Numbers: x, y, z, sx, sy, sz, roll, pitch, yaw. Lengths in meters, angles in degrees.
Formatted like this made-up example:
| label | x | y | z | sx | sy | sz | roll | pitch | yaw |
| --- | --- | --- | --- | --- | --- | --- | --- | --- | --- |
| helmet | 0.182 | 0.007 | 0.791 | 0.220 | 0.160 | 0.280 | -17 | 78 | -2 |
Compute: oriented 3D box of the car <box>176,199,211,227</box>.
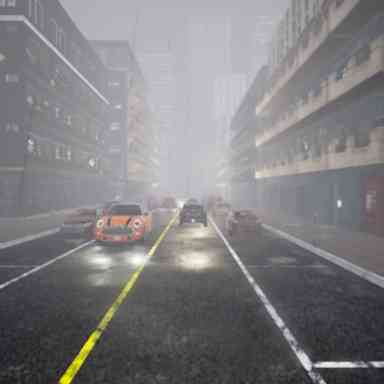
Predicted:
| label | x | y | z | sx | sy | sz | roll | pitch | yaw |
| --- | --- | --- | --- | --- | --- | --- | --- | --- | --- |
| car | 0.083 | 1.465 | 22.636 | 1.837 | 1.490 | 4.892 | 0 | 1 | 0 |

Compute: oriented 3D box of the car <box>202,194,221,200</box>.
| label | x | y | z | sx | sy | sz | roll | pitch | yaw |
| --- | --- | --- | --- | --- | --- | --- | --- | --- | --- |
| car | 2.680 | 1.241 | 40.372 | 2.192 | 1.841 | 5.009 | -1 | 0 | 0 |

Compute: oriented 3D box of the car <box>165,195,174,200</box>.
| label | x | y | z | sx | sy | sz | roll | pitch | yaw |
| --- | --- | --- | --- | --- | --- | --- | --- | --- | --- |
| car | -5.695 | 1.400 | 85.218 | 2.008 | 1.369 | 4.403 | -1 | 0 | 0 |

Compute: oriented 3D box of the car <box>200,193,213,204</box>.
| label | x | y | z | sx | sy | sz | roll | pitch | yaw |
| --- | --- | --- | --- | --- | --- | --- | --- | --- | --- |
| car | 2.681 | 1.202 | 62.780 | 2.192 | 1.841 | 5.009 | -1 | 0 | 0 |

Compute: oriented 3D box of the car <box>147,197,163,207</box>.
| label | x | y | z | sx | sy | sz | roll | pitch | yaw |
| --- | --- | --- | --- | --- | --- | --- | --- | --- | --- |
| car | -5.704 | 1.458 | 51.606 | 2.008 | 1.369 | 4.403 | -1 | 0 | 0 |

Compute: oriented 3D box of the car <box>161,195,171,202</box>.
| label | x | y | z | sx | sy | sz | roll | pitch | yaw |
| --- | --- | --- | --- | --- | --- | --- | --- | --- | --- |
| car | -5.695 | 1.450 | 74.014 | 1.802 | 1.307 | 4.206 | -1 | 0 | 0 |

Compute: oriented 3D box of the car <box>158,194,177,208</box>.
| label | x | y | z | sx | sy | sz | roll | pitch | yaw |
| --- | --- | --- | --- | --- | --- | --- | --- | --- | --- |
| car | -3.079 | 1.395 | 45.607 | 1.882 | 1.535 | 5.008 | 0 | 0 | 0 |

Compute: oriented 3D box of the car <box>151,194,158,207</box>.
| label | x | y | z | sx | sy | sz | roll | pitch | yaw |
| --- | --- | --- | --- | --- | --- | --- | --- | --- | --- |
| car | -5.690 | 1.232 | 46.003 | 2.192 | 1.841 | 5.009 | -1 | 0 | 0 |

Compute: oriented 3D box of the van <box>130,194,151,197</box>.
| label | x | y | z | sx | sy | sz | roll | pitch | yaw |
| --- | --- | --- | --- | --- | --- | --- | --- | --- | --- |
| van | -5.667 | 1.278 | 34.799 | 1.690 | 1.788 | 3.998 | -1 | 0 | 0 |

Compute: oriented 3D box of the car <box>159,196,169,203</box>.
| label | x | y | z | sx | sy | sz | roll | pitch | yaw |
| --- | --- | --- | --- | --- | --- | --- | --- | --- | --- |
| car | -5.696 | 1.460 | 68.412 | 1.802 | 1.307 | 4.206 | -1 | 0 | 0 |

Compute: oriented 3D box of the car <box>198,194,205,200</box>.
| label | x | y | z | sx | sy | sz | roll | pitch | yaw |
| --- | --- | --- | --- | --- | --- | --- | --- | --- | --- |
| car | 2.685 | 1.365 | 90.961 | 1.752 | 1.417 | 4.829 | -1 | 0 | 0 |

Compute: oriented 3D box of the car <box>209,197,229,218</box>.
| label | x | y | z | sx | sy | sz | roll | pitch | yaw |
| --- | --- | --- | --- | --- | --- | --- | --- | --- | --- |
| car | 2.682 | 1.472 | 29.338 | 1.752 | 1.417 | 4.829 | -1 | 0 | 0 |

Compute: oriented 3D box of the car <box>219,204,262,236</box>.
| label | x | y | z | sx | sy | sz | roll | pitch | yaw |
| --- | --- | --- | --- | --- | --- | --- | --- | --- | --- |
| car | 2.683 | 1.549 | 17.964 | 1.802 | 1.307 | 4.206 | -1 | 0 | 0 |

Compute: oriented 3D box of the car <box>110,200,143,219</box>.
| label | x | y | z | sx | sy | sz | roll | pitch | yaw |
| --- | --- | --- | --- | --- | --- | --- | --- | --- | --- |
| car | -5.665 | 1.498 | 29.197 | 2.008 | 1.369 | 4.403 | -1 | 0 | 0 |

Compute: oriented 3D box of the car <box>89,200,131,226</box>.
| label | x | y | z | sx | sy | sz | roll | pitch | yaw |
| --- | --- | --- | --- | --- | --- | --- | --- | --- | --- |
| car | -5.666 | 1.397 | 23.595 | 1.967 | 1.590 | 4.097 | -1 | 0 | 0 |

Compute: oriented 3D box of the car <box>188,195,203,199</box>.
| label | x | y | z | sx | sy | sz | roll | pitch | yaw |
| --- | --- | --- | --- | --- | --- | --- | --- | --- | --- |
| car | 0.086 | 1.453 | 39.639 | 1.812 | 1.442 | 4.674 | 0 | 0 | 0 |

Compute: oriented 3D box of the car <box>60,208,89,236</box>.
| label | x | y | z | sx | sy | sz | roll | pitch | yaw |
| --- | --- | --- | --- | --- | --- | --- | --- | --- | --- |
| car | -5.665 | 1.549 | 17.994 | 1.802 | 1.307 | 4.206 | -1 | 0 | 0 |

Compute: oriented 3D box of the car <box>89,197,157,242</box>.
| label | x | y | z | sx | sy | sz | roll | pitch | yaw |
| --- | --- | --- | --- | --- | --- | --- | --- | --- | --- |
| car | -3.098 | 1.322 | 15.977 | 2.097 | 1.767 | 4.553 | 0 | 0 | 0 |
